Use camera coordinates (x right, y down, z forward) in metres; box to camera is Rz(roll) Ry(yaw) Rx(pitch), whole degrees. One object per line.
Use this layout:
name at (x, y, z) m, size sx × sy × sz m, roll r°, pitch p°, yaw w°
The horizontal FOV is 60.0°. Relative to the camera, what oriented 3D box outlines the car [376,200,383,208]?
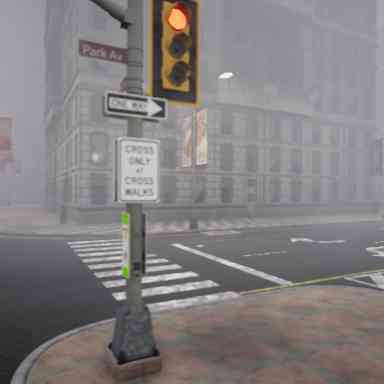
car at (26.717, 1.502, 50.931) m, size 2.097 × 1.767 × 4.553 m, roll 0°, pitch 0°, yaw -28°
